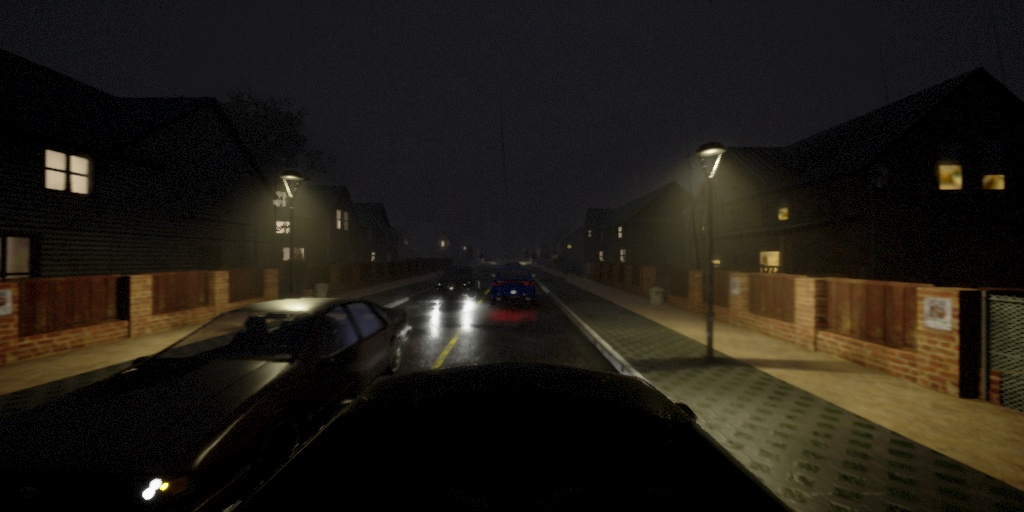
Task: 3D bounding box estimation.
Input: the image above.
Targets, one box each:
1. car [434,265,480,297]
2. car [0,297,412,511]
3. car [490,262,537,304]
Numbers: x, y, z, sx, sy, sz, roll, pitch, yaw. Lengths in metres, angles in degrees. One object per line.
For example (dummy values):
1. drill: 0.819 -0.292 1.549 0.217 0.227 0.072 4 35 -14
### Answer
1. car: -2.758 1.254 18.820 1.837 1.490 4.892 0 0 0
2. car: -2.836 1.297 4.681 2.033 1.411 5.357 0 0 0
3. car: 0.074 1.225 16.302 1.882 1.535 5.008 0 0 0
